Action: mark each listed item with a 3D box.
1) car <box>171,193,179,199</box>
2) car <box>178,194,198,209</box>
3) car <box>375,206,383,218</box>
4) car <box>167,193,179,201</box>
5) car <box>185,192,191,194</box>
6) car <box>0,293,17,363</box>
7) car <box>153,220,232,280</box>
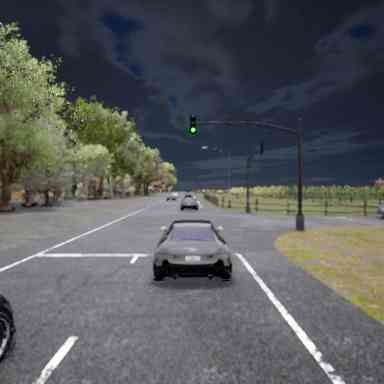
[{"bbox_3d":[-4.459,0.953,88.614,1.812,1.442,4.674,0,0,-1],"label":"car"},{"bbox_3d":[-0.325,1.316,39.620,1.994,1.385,4.181,0,0,-1],"label":"car"},{"bbox_3d":[18.237,1.432,28.444,4.553,1.767,2.097,1,-1,0],"label":"car"},{"bbox_3d":[-4.141,1.162,68.489,1.895,1.301,4.718,0,0,-1],"label":"car"},{"bbox_3d":[-0.945,0.794,87.201,2.097,1.767,4.553,0,0,-1],"label":"car"},{"bbox_3d":[-3.427,1.544,2.949,1.994,1.385,4.181,0,0,-1],"label":"car"},{"bbox_3d":[0.000,1.504,9.746,1.994,1.385,4.181,0,0,-1],"label":"car"}]
